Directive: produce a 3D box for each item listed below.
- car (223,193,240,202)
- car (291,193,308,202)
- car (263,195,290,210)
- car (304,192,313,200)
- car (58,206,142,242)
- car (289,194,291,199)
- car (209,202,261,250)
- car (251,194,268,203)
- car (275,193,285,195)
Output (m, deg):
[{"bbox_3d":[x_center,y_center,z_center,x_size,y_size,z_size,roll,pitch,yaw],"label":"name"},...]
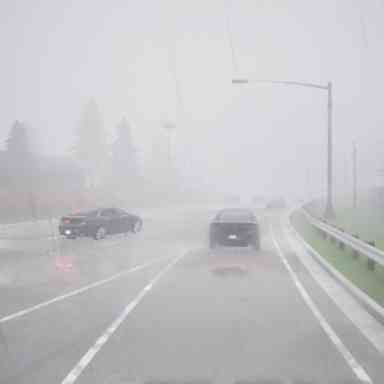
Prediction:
[{"bbox_3d":[7.188,1.154,60.028,2.097,1.767,4.553,0,0,24],"label":"car"},{"bbox_3d":[21.692,1.386,67.118,1.895,1.301,4.718,0,0,24],"label":"car"},{"bbox_3d":[10.582,1.430,41.591,1.994,1.385,4.181,0,0,24],"label":"car"},{"bbox_3d":[29.924,0.955,86.039,2.150,2.045,5.566,0,0,24],"label":"car"},{"bbox_3d":[-4.286,1.446,16.340,1.837,1.490,4.892,0,0,24],"label":"car"},{"bbox_3d":[26.661,1.201,87.315,1.882,1.535,5.008,0,0,24],"label":"car"},{"bbox_3d":[1.897,1.430,14.235,1.882,1.535,5.008,0,0,10],"label":"car"},{"bbox_3d":[12.789,1.270,64.091,1.882,1.535,5.008,0,0,24],"label":"car"},{"bbox_3d":[17.046,1.355,65.094,1.994,1.385,4.181,0,0,24],"label":"car"}]
